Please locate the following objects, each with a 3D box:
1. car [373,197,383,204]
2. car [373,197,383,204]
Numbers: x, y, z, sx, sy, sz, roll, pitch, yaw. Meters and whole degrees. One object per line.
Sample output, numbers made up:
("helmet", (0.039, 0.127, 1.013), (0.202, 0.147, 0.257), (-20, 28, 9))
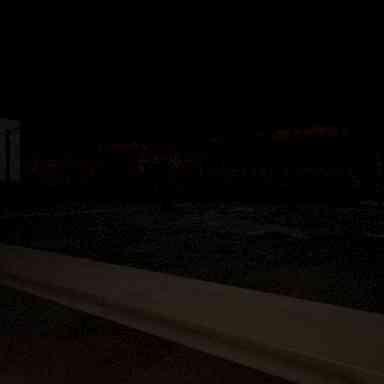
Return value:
("car", (37.527, 1.734, 65.323), (2.038, 1.542, 4.974), (1, 1, 6))
("car", (37.534, 1.576, 65.374), (1.853, 1.218, 4.536), (1, 1, 6))
